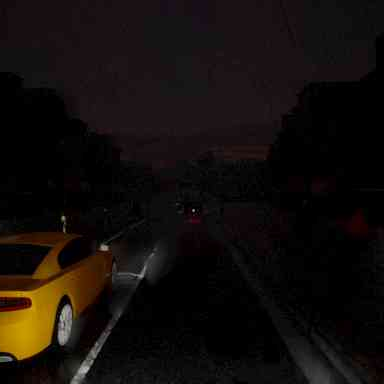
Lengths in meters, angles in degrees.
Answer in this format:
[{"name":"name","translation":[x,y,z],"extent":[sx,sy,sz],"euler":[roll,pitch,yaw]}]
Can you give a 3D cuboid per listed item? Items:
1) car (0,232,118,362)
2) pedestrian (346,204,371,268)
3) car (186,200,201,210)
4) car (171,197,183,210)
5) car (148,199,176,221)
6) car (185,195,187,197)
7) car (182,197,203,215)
[{"name":"car","translation":[-2.740,1.477,6.184],"extent":[1.882,1.535,5.008],"euler":[0,0,0]},{"name":"pedestrian","translation":[4.545,1.143,9.152],"extent":[0.375,1.860,0.375],"euler":[1,1,0]},{"name":"car","translation":[0.163,1.738,45.355],"extent":[1.895,1.301,4.718],"euler":[0,0,0]},{"name":"car","translation":[-2.590,1.570,44.228],"extent":[1.967,1.590,4.097],"euler":[-2,0,0]},{"name":"car","translation":[-2.612,1.570,27.716],"extent":[1.752,1.417,4.829],"euler":[-1,0,0]},{"name":"car","translation":[-2.543,1.925,71.464],"extent":[1.802,1.307,4.206],"euler":[-2,0,0]},{"name":"car","translation":[0.154,1.581,35.214],"extent":[1.837,1.490,4.892],"euler":[0,-1,0]}]
